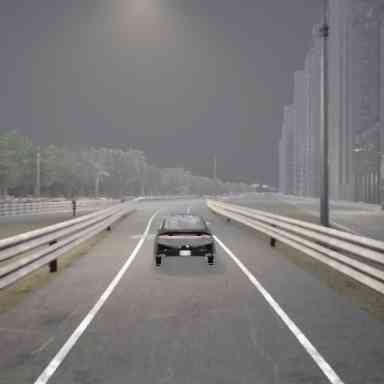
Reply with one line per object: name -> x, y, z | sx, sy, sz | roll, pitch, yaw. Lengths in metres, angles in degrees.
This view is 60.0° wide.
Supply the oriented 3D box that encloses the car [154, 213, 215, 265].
car -> -0.307, 1.491, 11.713 | 2.128, 1.511, 4.902 | 0, 0, -3
